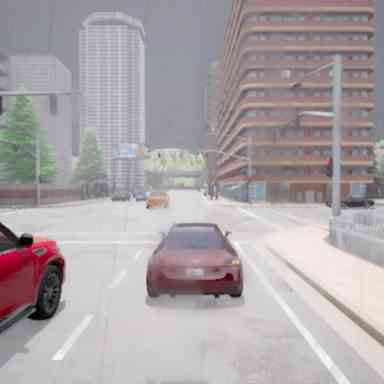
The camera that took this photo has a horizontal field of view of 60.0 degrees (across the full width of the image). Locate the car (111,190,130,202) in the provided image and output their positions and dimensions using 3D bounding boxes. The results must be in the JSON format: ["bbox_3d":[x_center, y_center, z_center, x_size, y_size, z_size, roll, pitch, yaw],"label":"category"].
[{"bbox_3d":[-10.686,0.537,49.917,2.097,1.767,4.553,0,1,0],"label":"car"}]

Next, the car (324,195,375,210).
[{"bbox_3d":[15.500,1.005,32.808,4.718,1.301,1.895,0,1,-18],"label":"car"}]

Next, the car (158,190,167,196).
[{"bbox_3d":[-7.176,0.199,80.301,1.812,1.442,4.674,0,1,0],"label":"car"}]

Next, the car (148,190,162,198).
[{"bbox_3d":[-7.164,0.428,65.161,2.128,1.511,4.902,0,1,0],"label":"car"}]

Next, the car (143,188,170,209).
[{"bbox_3d":[-3.482,0.756,35.013,2.097,1.767,4.553,0,1,0],"label":"car"}]

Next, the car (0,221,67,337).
[{"bbox_3d":[-3.441,1.156,3.914,2.150,2.045,5.566,0,1,0],"label":"car"}]

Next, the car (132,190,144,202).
[{"bbox_3d":[-7.187,0.792,49.492,1.895,1.301,4.718,0,1,0],"label":"car"}]

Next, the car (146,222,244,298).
[{"bbox_3d":[0.074,1.428,8.202,1.994,1.385,4.181,0,1,1],"label":"car"}]

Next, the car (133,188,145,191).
[{"bbox_3d":[-10.648,0.117,67.597,2.150,2.045,5.566,0,1,0],"label":"car"}]
